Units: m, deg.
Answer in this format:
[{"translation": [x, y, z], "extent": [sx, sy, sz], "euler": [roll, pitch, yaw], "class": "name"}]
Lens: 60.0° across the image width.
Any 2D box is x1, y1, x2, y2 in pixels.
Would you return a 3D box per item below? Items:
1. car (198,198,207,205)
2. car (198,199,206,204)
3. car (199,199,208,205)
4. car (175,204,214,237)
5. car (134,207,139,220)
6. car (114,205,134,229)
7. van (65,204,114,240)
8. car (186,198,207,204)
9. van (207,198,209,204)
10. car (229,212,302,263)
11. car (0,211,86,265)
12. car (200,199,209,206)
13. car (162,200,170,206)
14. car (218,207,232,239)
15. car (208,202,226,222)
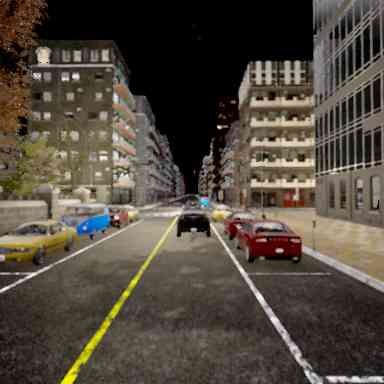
[{"translation": [2.652, 2.316, 84.286], "extent": [1.967, 1.590, 4.097], "euler": [1, -1, 0], "class": "car"}, {"translation": [2.647, 2.480, 89.955], "extent": [2.008, 1.369, 4.403], "euler": [1, -1, 0], "class": "car"}, {"translation": [2.654, 2.388, 78.614], "extent": [1.947, 1.339, 4.313], "euler": [1, -1, 0], "class": "car"}, {"translation": [0.089, 1.725, 19.638], "extent": [1.837, 1.490, 4.892], "euler": [0, 0, 0], "class": "car"}, {"translation": [-5.697, 1.847, 29.124], "extent": [1.752, 1.417, 4.829], "euler": [1, -1, 0], "class": "car"}, {"translation": [-5.693, 1.703, 23.681], "extent": [1.967, 1.590, 4.097], "euler": [1, -1, 0], "class": "car"}, {"translation": [-5.689, 1.543, 18.069], "extent": [1.690, 1.788, 3.998], "euler": [1, -1, 0], "class": "van"}, {"translation": [0.102, 1.704, 31.929], "extent": [2.097, 1.767, 4.553], "euler": [0, -1, 1], "class": "car"}, {"translation": [2.663, 2.053, 67.274], "extent": [1.690, 1.788, 3.998], "euler": [1, -1, 0], "class": "van"}, {"translation": [2.692, 1.685, 12.432], "extent": [1.887, 1.381, 4.507], "euler": [1, -1, 0], "class": "car"}, {"translation": [-5.688, 1.664, 12.284], "extent": [1.752, 1.417, 4.829], "euler": [1, -1, 0], "class": "car"}, {"translation": [2.657, 2.312, 72.944], "extent": [1.887, 1.381, 4.507], "euler": [1, -1, 0], "class": "car"}, {"translation": [-5.724, 2.349, 72.995], "extent": [1.802, 1.307, 4.206], "euler": [1, -1, 0], "class": "car"}, {"translation": [2.689, 1.747, 18.049], "extent": [1.887, 1.381, 4.507], "euler": [1, -1, 0], "class": "car"}, {"translation": [2.683, 1.851, 29.452], "extent": [1.752, 1.417, 4.829], "euler": [1, -1, 0], "class": "car"}]
